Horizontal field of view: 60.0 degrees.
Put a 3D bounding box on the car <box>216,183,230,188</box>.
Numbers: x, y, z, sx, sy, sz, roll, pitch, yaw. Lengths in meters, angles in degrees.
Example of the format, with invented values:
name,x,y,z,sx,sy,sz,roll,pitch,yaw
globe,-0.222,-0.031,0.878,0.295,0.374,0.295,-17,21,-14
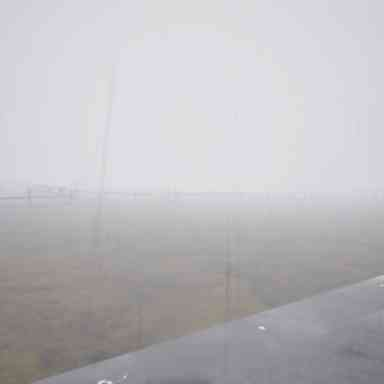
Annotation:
name,x,y,z,sx,sy,sz,roll,pitch,yaw
car,7.795,-1.593,86.568,1.837,1.490,4.892,1,1,-36
